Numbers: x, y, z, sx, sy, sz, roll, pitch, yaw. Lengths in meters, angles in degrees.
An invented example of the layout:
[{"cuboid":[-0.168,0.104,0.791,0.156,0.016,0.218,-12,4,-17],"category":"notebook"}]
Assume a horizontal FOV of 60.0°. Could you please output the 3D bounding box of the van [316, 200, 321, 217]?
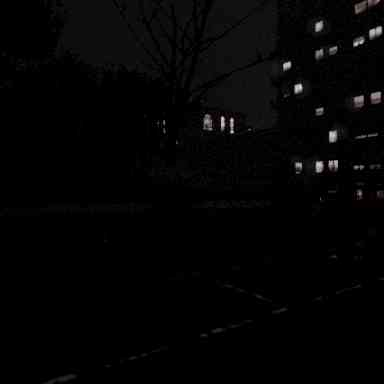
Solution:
[{"cuboid":[10.544,1.645,32.613,1.690,1.788,3.998,-1,0,-36],"category":"van"}]
